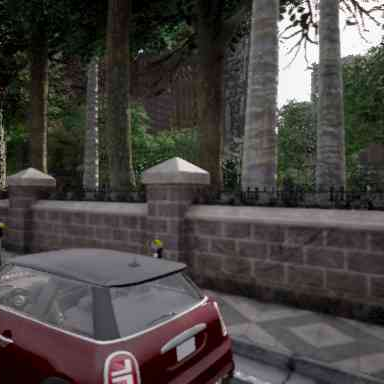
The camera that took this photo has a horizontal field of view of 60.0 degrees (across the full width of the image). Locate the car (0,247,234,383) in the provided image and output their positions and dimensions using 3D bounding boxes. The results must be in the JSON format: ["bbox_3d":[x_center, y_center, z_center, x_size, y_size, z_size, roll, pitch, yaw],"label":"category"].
[{"bbox_3d":[-1.634,1.431,4.129,4.097,1.590,1.967,0,0,35],"label":"car"}]
